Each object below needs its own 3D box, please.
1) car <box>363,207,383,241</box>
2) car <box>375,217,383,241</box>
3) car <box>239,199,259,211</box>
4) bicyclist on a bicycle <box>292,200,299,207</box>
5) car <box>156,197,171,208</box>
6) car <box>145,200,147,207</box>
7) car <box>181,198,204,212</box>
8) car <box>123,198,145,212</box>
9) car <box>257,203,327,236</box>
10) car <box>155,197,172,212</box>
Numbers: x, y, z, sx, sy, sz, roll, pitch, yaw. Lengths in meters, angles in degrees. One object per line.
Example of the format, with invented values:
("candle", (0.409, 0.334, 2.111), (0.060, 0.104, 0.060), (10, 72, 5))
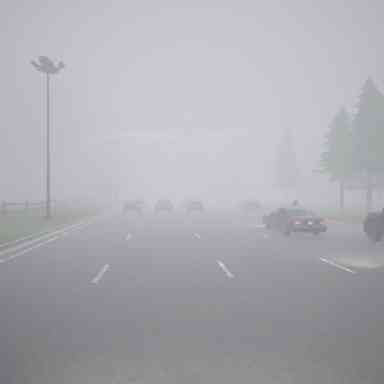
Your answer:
("car", (9.452, 1.222, 13.611), (2.150, 2.045, 5.566), (0, 0, -4))
("car", (6.410, 1.526, 7.338), (1.812, 1.442, 4.674), (0, 0, -4))
("car", (7.067, 1.526, 40.835), (1.812, 1.442, 4.674), (0, 0, -5))
("bicyclist on a bicycle", (8.518, 1.454, 27.385), (0.582, 1.620, 1.656), (0, -1, 34))
("car", (-4.127, 1.491, 48.092), (2.128, 1.511, 4.902), (0, 0, -6))
("car", (-7.636, 1.526, 48.035), (1.812, 1.442, 4.674), (0, 0, -5))
("car", (0.245, 1.491, 38.543), (2.128, 1.511, 4.902), (0, 0, -5))
("car", (-6.746, 1.601, 38.117), (1.895, 1.301, 4.718), (0, 0, -5))
("car", (5.521, 1.548, 18.607), (2.033, 1.411, 5.357), (0, 0, -5))
("car", (-3.226, 1.601, 38.037), (1.895, 1.301, 4.718), (0, 0, -5))
